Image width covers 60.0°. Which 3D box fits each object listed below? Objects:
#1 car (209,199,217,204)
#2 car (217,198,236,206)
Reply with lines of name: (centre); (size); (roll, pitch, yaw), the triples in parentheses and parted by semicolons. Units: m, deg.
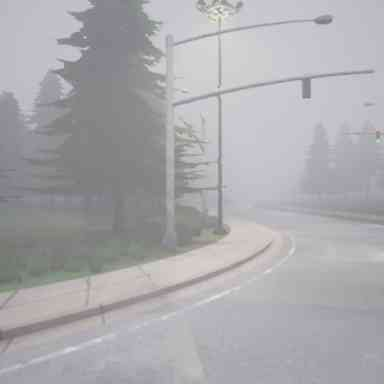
car: (5.063, 1.398, 71.284); (2.150, 2.045, 5.566); (0, 0, -8)
car: (6.550, 1.723, 60.905); (2.033, 1.411, 5.357); (0, 0, -7)
